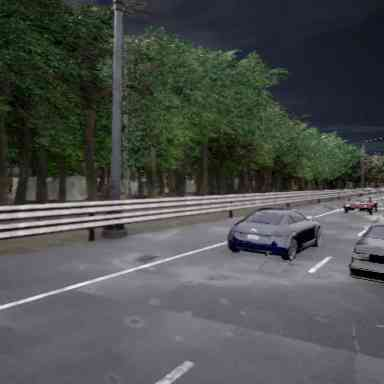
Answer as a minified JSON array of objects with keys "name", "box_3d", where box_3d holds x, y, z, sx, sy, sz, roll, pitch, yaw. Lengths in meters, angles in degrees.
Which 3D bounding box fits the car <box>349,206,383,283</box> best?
[{"name":"car","box_3d":[5.377,1.348,8.478,2.033,1.411,5.357,3,3,35]}]

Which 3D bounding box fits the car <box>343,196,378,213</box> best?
[{"name":"car","box_3d":[13.074,0.956,25.574,1.895,1.301,4.718,3,3,35]}]

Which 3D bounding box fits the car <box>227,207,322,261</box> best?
[{"name":"car","box_3d":[2.883,1.210,11.018,1.994,1.385,4.181,3,3,35]}]
